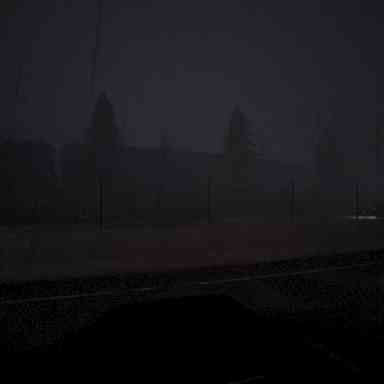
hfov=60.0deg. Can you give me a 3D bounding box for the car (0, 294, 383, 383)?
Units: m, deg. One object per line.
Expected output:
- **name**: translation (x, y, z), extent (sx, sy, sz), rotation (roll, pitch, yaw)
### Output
- **car**: translation (0.376, 1.601, 2.616), extent (4.718, 1.301, 1.895), rotation (0, 0, -20)
